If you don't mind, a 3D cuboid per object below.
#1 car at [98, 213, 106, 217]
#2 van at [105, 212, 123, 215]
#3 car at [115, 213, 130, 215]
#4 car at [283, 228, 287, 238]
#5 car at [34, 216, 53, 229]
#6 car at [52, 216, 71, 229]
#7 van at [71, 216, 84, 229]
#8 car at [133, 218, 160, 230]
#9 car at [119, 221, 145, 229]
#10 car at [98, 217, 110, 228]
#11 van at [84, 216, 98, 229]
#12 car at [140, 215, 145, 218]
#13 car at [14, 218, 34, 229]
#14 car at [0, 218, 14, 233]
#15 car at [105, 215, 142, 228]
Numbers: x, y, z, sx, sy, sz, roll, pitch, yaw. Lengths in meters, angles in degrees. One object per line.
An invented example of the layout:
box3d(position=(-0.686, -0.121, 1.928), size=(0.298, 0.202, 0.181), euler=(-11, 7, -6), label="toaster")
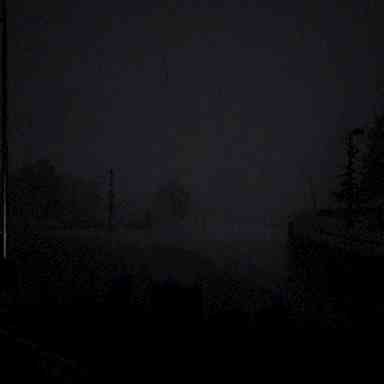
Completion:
box3d(position=(-23.910, 7.439, 91.999), size=(2.231, 1.521, 4.892), euler=(0, 1, 10), label="car")
box3d(position=(-21.282, 7.264, 90.586), size=(1.878, 1.987, 4.442), euler=(0, 1, 10), label="van")
box3d(position=(-18.694, 7.420, 88.928), size=(2.185, 1.767, 4.553), euler=(0, 1, 10), label="car")
box3d(position=(20.107, 8.417, 68.529), size=(2.185, 1.767, 4.553), euler=(1, 1, 5), label="car")
box3d(position=(-21.911, 4.259, 44.928), size=(4.674, 1.452, 2.002), euler=(0, -6, 4), label="car")
box3d(position=(-20.849, 4.501, 47.686), size=(5.366, 1.575, 1.946), euler=(0, -5, 4), label="car")
box3d(position=(-19.299, 4.570, 50.431), size=(4.442, 1.987, 1.878), euler=(0, -6, 5), label="van")
box3d(position=(-7.200, 5.622, 55.791), size=(1.882, 1.535, 5.008), euler=(-1, -6, 24), label="car")
box3d(position=(-11.969, 6.556, 66.855), size=(4.674, 1.452, 2.002), euler=(0, -5, 4), label="car")
box3d(position=(-16.926, 5.369, 55.896), size=(4.892, 1.521, 2.231), euler=(0, -5, 4), label="car")
box3d(position=(-18.056, 4.858, 53.177), size=(4.442, 1.987, 1.878), euler=(0, -6, 4), label="van")
box3d(position=(-13.563, 7.688, 85.845), size=(2.163, 1.488, 4.792), euler=(1, 1, 9), label="car")
box3d(position=(-23.140, 3.971, 42.175), size=(4.674, 1.452, 2.002), euler=(1, -5, 4), label="car")
box3d(position=(-18.963, 2.901, 29.073), size=(2.033, 1.411, 5.357), euler=(-1, -6, 24), label="car")
box3d(position=(-13.228, 5.978, 64.140), size=(5.566, 2.045, 2.435), euler=(0, -5, 5), label="car")
